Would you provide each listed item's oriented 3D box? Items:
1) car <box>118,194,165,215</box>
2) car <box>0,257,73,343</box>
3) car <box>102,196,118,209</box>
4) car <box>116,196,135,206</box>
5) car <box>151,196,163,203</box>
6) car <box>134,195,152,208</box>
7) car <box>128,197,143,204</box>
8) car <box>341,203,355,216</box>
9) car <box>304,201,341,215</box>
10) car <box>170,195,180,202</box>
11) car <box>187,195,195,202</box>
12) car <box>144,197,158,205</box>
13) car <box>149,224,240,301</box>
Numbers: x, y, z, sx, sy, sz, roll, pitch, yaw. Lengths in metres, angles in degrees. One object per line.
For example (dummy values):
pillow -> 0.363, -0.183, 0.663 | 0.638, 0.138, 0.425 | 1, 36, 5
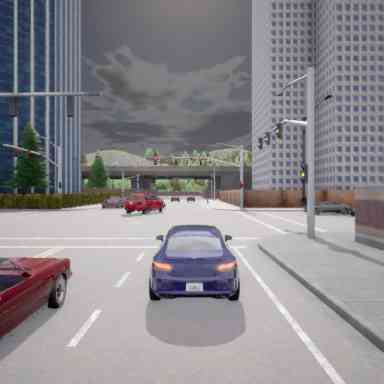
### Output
car -> -4.870, 1.221, 34.684 | 2.150, 2.045, 5.566 | 1, 0, 23
car -> -3.454, 1.601, 4.939 | 1.895, 1.301, 4.718 | 0, 0, 0
car -> -10.733, 1.352, 45.300 | 2.097, 1.767, 4.553 | 0, 0, 0
car -> -10.751, 1.491, 54.260 | 2.128, 1.511, 4.902 | 0, 0, 0
car -> -7.204, 1.564, 68.821 | 1.994, 1.385, 4.181 | 0, 0, 0
car -> -7.243, 1.352, 49.791 | 2.097, 1.767, 4.553 | 0, 0, 0
car -> -10.738, 1.601, 63.483 | 1.895, 1.301, 4.718 | 0, 0, 0
car -> 16.200, 1.564, 29.932 | 4.181, 1.385, 1.994 | 0, 0, 0
car -> 13.531, 1.564, 33.437 | 4.181, 1.385, 1.994 | 0, 0, 0
car -> -3.722, 1.501, 74.476 | 1.812, 1.442, 4.674 | 0, 0, 0
car -> -0.222, 1.477, 74.486 | 1.837, 1.490, 4.892 | 0, 0, 0
car -> -7.252, 1.601, 58.774 | 1.895, 1.301, 4.718 | 0, 0, 0
car -> 0.054, 1.526, 8.210 | 1.812, 1.442, 4.674 | 0, 0, 0
